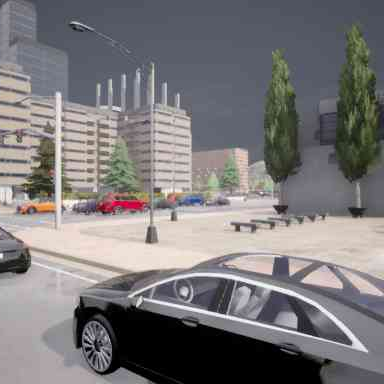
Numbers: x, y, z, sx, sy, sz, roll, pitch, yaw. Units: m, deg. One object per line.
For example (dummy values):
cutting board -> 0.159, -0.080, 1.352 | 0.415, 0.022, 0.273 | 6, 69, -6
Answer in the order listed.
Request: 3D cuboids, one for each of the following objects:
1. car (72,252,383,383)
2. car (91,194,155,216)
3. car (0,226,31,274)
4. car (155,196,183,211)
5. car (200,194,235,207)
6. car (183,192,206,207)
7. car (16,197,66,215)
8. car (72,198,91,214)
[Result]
car -> 0.548, 1.492, 3.888 | 4.902, 1.511, 2.128 | 0, 0, 38
car -> -6.738, 1.221, 33.057 | 2.150, 2.045, 5.566 | 0, 0, 41
car -> -6.354, 1.564, 9.511 | 4.181, 1.385, 1.994 | 0, 0, 40
car -> -3.975, 1.547, 41.931 | 2.033, 1.411, 5.357 | 0, 0, 41
car -> 3.958, 1.492, 51.054 | 2.128, 1.511, 4.902 | 0, 0, 41
car -> -0.189, 1.218, 51.627 | 2.150, 2.045, 5.566 | 0, 0, 41
car -> -15.447, 1.352, 34.148 | 2.097, 1.767, 4.553 | 0, 0, 42
car -> -10.185, 1.352, 34.775 | 2.097, 1.767, 4.553 | 0, 0, 41
